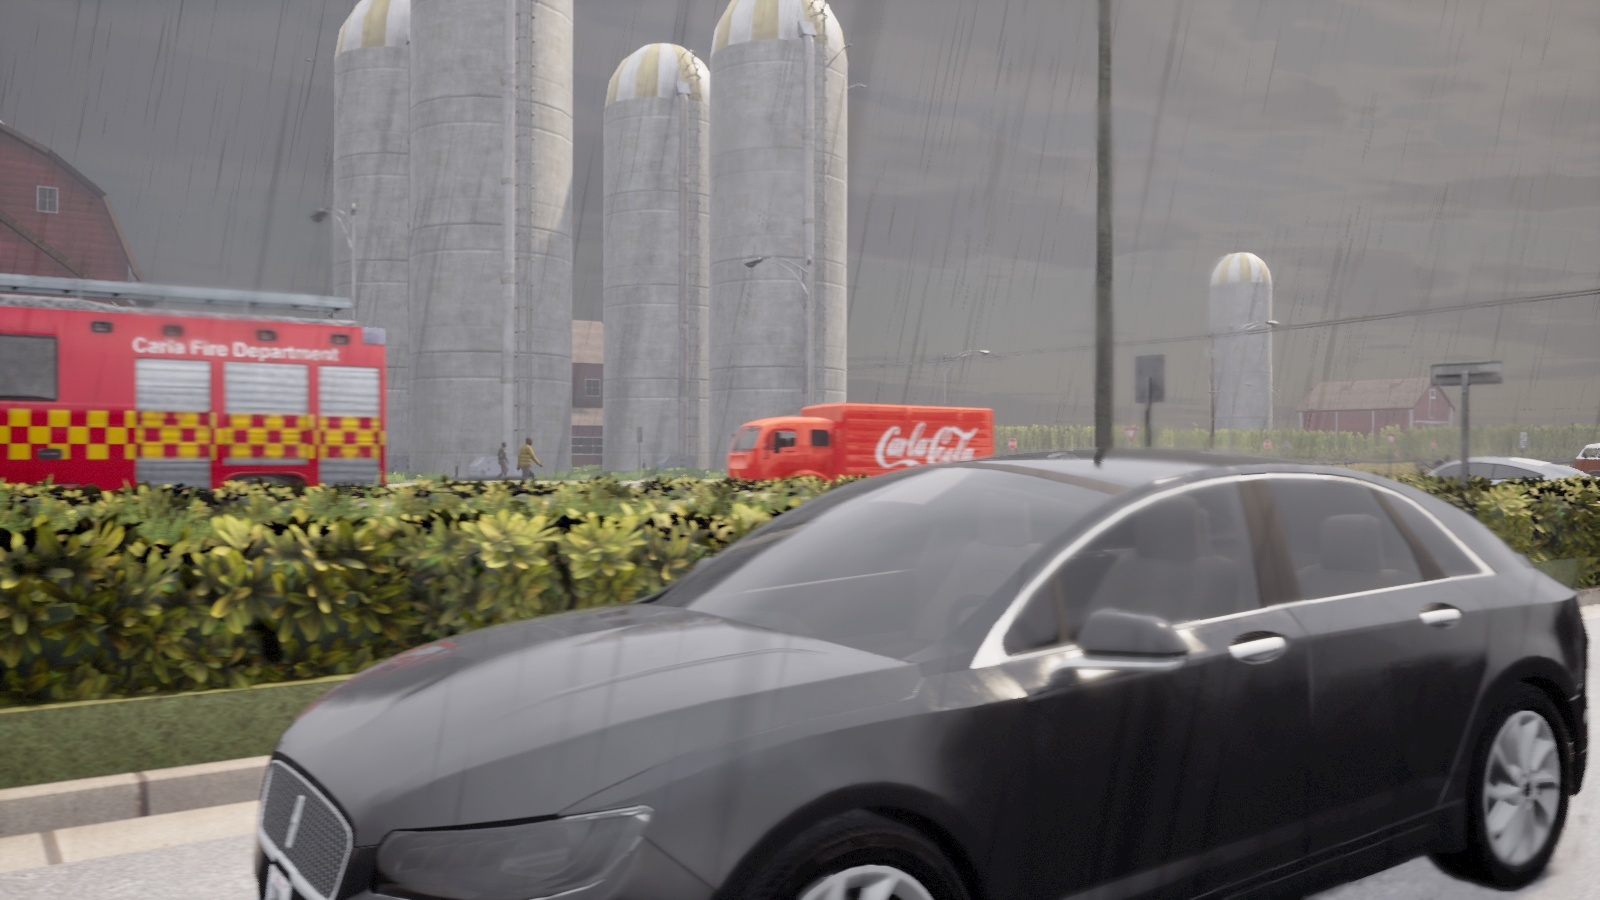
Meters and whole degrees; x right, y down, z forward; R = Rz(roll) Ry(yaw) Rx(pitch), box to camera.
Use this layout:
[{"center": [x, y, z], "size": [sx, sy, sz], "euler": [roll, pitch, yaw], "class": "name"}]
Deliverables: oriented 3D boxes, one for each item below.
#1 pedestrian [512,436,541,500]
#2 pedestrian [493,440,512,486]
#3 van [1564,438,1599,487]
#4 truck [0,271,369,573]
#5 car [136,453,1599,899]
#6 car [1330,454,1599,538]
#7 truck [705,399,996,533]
[{"center": [-7.922, 0.506, 36.363], "size": [0.726, 1.835, 0.370], "euler": [0, 0, -36], "class": "pedestrian"}, {"center": [-12.724, 0.559, 53.689], "size": [0.692, 1.930, 0.395], "euler": [0, 0, -33], "class": "pedestrian"}, {"center": [34.973, 0.528, 52.706], "size": [2.069, 2.038, 4.480], "euler": [0, 0, -35], "class": "van"}, {"center": [-10.674, -0.355, 17.307], "size": [8.468, 3.827, 2.891], "euler": [0, 0, -35], "class": "truck"}, {"center": [0.685, 0.758, 4.136], "size": [4.892, 1.490, 1.837], "euler": [0, 0, -35], "class": "car"}, {"center": [12.837, 0.802, 23.954], "size": [4.674, 1.442, 1.812], "euler": [0, 0, 42], "class": "car"}, {"center": [0.991, 0.325, 25.236], "size": [5.204, 2.467, 2.627], "euler": [0, -1, -23], "class": "truck"}]
